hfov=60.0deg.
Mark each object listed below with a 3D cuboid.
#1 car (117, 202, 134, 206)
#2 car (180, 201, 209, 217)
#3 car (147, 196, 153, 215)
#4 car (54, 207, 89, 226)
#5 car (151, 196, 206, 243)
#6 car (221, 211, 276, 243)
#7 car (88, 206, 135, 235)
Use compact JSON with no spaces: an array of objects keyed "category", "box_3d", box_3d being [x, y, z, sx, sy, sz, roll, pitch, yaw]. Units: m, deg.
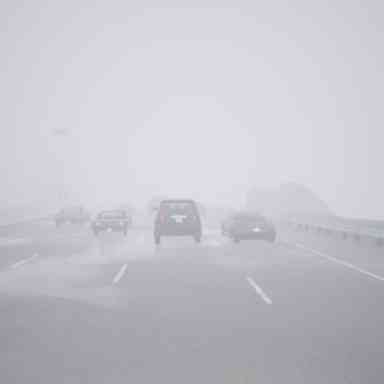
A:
[{"category":"car","box_3d":[-7.403,1.805,37.167,1.994,1.385,4.181,0,0,-11]},{"category":"car","box_3d":[0.177,1.703,34.925,2.128,1.511,4.902,0,0,-10]},{"category":"car","box_3d":[-3.729,1.452,36.774,2.150,2.045,5.566,0,0,-11]},{"category":"car","box_3d":[-8.798,1.771,24.965,1.895,1.301,4.718,0,0,-8]},{"category":"car","box_3d":[-0.809,1.326,16.928,2.150,2.045,5.566,0,0,-5]},{"category":"car","box_3d":[2.689,1.661,16.754,1.994,1.385,4.181,0,0,-5]},{"category":"car","box_3d":[-4.627,1.731,19.846,1.895,1.301,4.718,0,0,-6]}]
